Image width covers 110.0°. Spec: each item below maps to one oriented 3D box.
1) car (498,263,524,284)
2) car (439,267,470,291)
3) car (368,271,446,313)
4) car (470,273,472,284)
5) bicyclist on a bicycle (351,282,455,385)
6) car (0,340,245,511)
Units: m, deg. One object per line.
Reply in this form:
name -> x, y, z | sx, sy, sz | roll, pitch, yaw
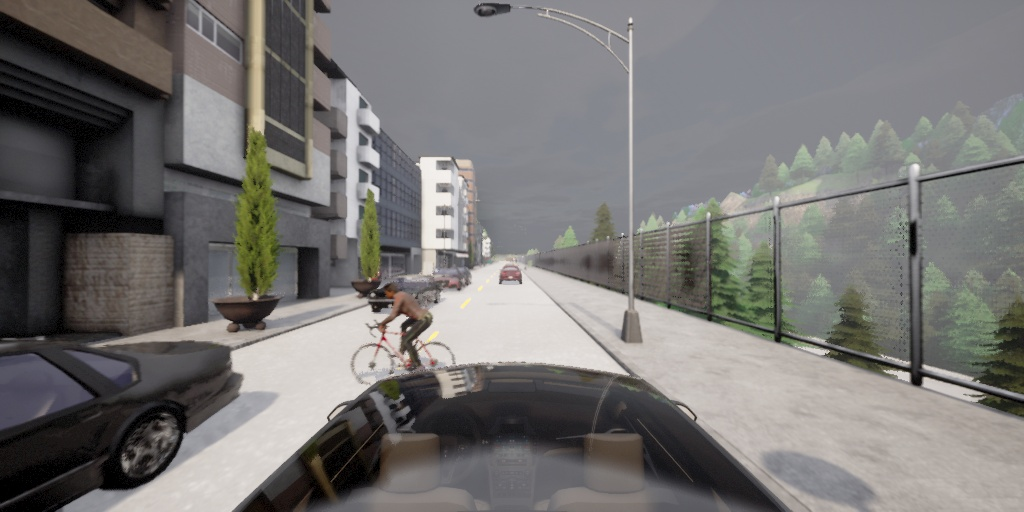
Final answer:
car -> -0.119, 1.546, 30.597 | 1.812, 1.442, 4.674 | 0, -1, 0
car -> -4.163, 1.520, 23.630 | 1.994, 1.385, 4.181 | 0, -1, 0
car -> -4.191, 1.474, 14.768 | 1.895, 1.301, 4.718 | 0, -1, 0
car -> -4.257, 1.561, 27.924 | 1.994, 1.385, 4.181 | 0, -1, 0
bicyclist on a bicycle -> -1.725, 1.239, 5.649 | 1.656, 1.620, 0.582 | -1, -1, 0
car -> -4.090, 1.299, 1.862 | 2.033, 1.411, 5.357 | 0, -1, 0
